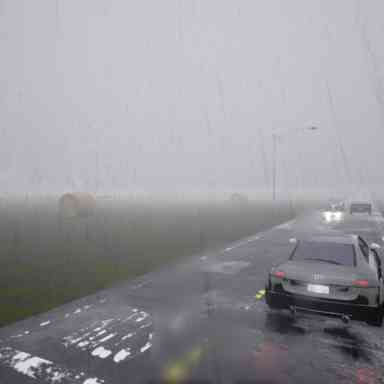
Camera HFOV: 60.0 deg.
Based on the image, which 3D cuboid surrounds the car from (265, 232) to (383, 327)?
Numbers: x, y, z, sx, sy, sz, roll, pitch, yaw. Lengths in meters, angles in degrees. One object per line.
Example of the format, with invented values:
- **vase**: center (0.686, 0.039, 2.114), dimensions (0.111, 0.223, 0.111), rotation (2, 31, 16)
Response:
- **car**: center (3.018, 1.562, 7.247), dimensions (1.994, 1.385, 4.181), rotation (0, 0, 28)

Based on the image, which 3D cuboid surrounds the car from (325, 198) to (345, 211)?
- **car**: center (17.092, 1.460, 39.626), dimensions (2.128, 1.511, 4.902), rotation (0, 0, 28)

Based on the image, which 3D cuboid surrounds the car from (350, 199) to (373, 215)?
- **car**: center (17.130, 1.455, 33.730), dimensions (1.882, 1.535, 5.008), rotation (0, 0, 28)

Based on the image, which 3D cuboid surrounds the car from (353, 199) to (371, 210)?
- **car**: center (22.011, 1.558, 43.022), dimensions (1.895, 1.301, 4.718), rotation (0, 0, 28)
